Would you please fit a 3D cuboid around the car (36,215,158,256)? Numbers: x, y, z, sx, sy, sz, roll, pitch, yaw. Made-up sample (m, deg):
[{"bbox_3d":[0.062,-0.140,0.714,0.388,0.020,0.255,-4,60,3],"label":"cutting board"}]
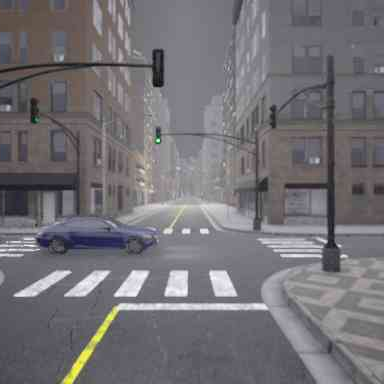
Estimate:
[{"bbox_3d":[-3.694,1.658,13.214,4.674,1.442,1.812,0,0,0],"label":"car"}]
